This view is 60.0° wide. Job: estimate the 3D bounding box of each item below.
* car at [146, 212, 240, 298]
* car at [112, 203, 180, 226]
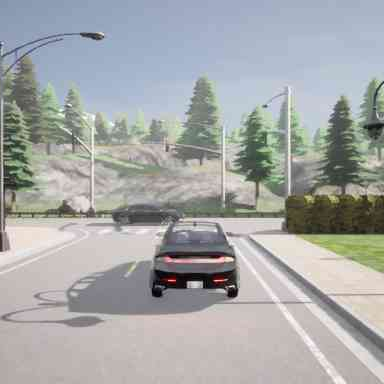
[{"bbox_3d":[0.073,1.491,8.534,2.128,1.511,4.902,0,0,0],"label":"car"},{"bbox_3d":[-2.958,1.513,22.747,4.892,1.490,1.837,0,0,0],"label":"car"}]
